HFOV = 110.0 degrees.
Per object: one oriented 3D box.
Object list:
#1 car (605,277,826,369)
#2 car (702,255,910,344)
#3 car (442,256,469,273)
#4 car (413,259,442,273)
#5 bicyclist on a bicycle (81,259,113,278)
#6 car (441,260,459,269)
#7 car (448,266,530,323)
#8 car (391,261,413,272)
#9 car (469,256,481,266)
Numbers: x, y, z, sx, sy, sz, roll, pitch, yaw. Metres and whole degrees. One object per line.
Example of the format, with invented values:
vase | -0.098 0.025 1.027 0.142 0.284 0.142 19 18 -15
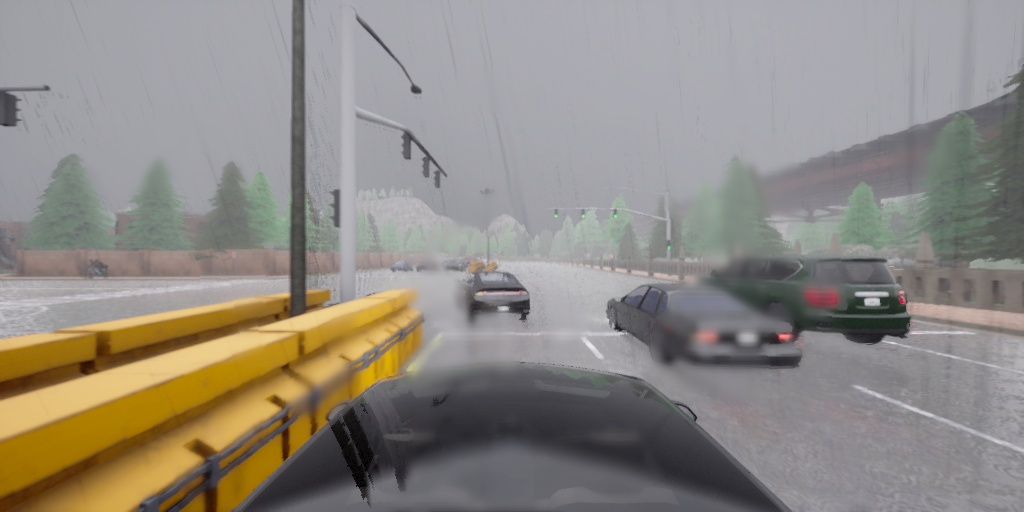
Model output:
car | 3.593 1.305 7.975 2.033 1.411 5.357 0 0 0
car | 7.094 0.984 9.740 2.150 2.045 5.566 0 0 0
car | -7.077 1.150 45.541 2.097 1.767 4.553 0 0 0
car | -10.577 1.149 45.541 2.097 1.767 4.553 0 0 0
bicyclist on a bicycle | -35.452 1.079 30.803 1.656 1.620 0.582 0 0 -30
car | -10.522 1.362 61.102 2.033 1.411 5.357 0 0 1
car | -0.813 1.253 12.211 2.128 1.511 4.902 0 0 -14
car | -14.076 1.323 46.144 1.812 1.442 4.674 0 0 0
car | -7.030 1.036 60.705 2.150 2.045 5.566 0 0 1
